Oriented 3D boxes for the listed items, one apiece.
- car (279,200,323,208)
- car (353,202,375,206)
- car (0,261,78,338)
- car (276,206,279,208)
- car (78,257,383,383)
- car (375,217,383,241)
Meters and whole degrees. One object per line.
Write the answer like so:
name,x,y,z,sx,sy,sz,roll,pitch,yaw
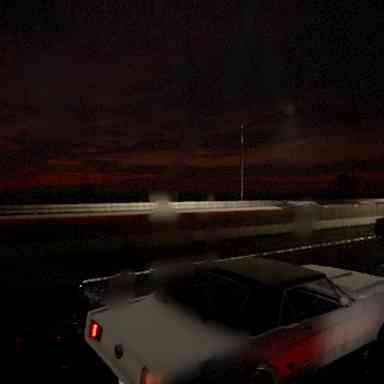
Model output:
car,11.383,1.705,33.783,4.718,1.301,1.895,0,0,-36
car,17.329,1.720,33.754,4.718,1.301,1.895,0,0,-36
car,-4.410,1.546,4.888,5.357,1.411,2.033,0,0,-36
car,12.122,1.664,38.630,5.357,1.411,2.033,0,0,-36
car,1.143,1.614,4.577,4.718,1.301,1.895,0,0,-36
car,10.616,1.541,15.721,5.008,1.535,1.882,0,0,-36
